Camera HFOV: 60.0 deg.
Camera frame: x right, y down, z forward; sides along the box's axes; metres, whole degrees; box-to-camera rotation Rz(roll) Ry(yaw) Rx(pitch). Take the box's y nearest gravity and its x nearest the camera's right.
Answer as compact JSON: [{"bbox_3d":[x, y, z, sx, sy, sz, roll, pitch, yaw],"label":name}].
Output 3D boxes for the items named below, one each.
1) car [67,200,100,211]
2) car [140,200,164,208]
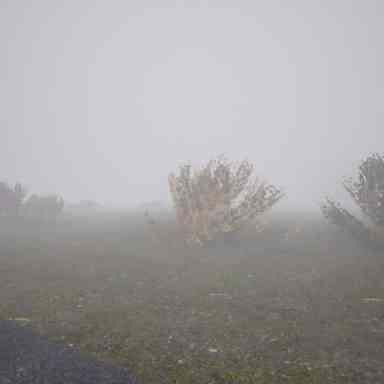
[{"bbox_3d":[-15.706,1.894,48.210,1.837,1.490,4.892,-1,-1,36],"label":"car"},{"bbox_3d":[-7.231,2.150,59.958,1.895,1.301,4.718,-1,-1,36],"label":"car"}]
